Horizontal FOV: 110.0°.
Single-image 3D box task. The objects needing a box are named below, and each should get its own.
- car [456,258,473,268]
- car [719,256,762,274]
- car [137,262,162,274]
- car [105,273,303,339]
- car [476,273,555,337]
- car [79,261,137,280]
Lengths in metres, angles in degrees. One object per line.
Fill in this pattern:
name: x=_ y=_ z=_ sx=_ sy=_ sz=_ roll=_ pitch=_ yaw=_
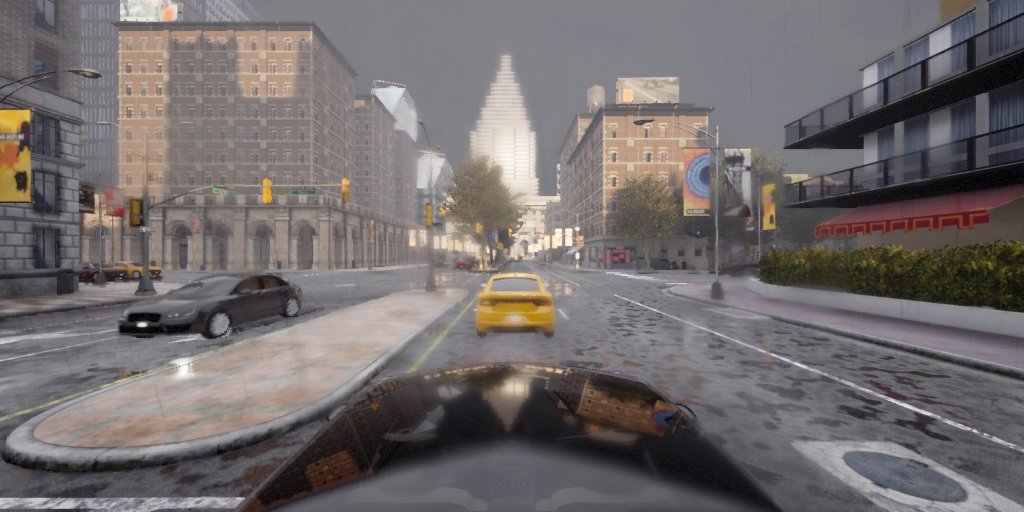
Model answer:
car: x=-7.999 y=1.351 z=59.114 sx=1.895 sy=1.301 sz=4.718 roll=0 pitch=0 yaw=0
car: x=26.005 y=0.971 z=39.721 sx=5.566 sy=2.045 sz=2.150 roll=0 pitch=0 yaw=0
car: x=-34.580 y=1.228 z=32.372 sx=5.008 sy=1.535 sz=1.882 roll=0 pitch=0 yaw=0
car: x=-7.989 y=1.257 z=10.178 sx=1.837 sy=1.490 sz=4.892 roll=0 pitch=-1 yaw=0
car: x=0.093 y=1.228 z=10.374 sx=1.882 sy=1.535 sz=5.008 roll=0 pitch=0 yaw=0
car: x=-33.944 y=1.228 z=28.874 sx=5.008 sy=1.535 sz=1.882 roll=0 pitch=0 yaw=0
